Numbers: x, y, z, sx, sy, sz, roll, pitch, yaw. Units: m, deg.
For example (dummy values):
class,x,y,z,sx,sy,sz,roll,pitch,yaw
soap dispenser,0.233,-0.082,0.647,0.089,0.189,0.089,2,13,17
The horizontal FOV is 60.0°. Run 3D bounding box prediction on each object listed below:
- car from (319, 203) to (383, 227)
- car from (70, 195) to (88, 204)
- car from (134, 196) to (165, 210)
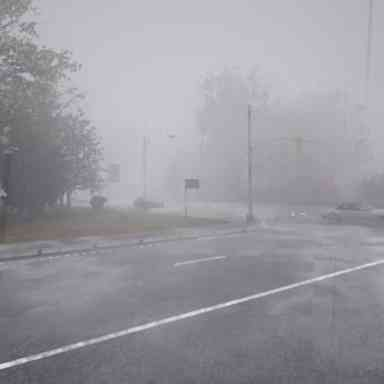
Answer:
class,x,y,z,sx,sy,sz,roll,pitch,yaw
car,10.367,1.330,20.197,1.895,1.301,4.718,-1,1,-39
car,-19.709,1.306,57.900,1.837,1.490,4.892,-1,1,-39
car,-5.116,1.266,39.608,1.882,1.535,5.008,-1,2,-39
